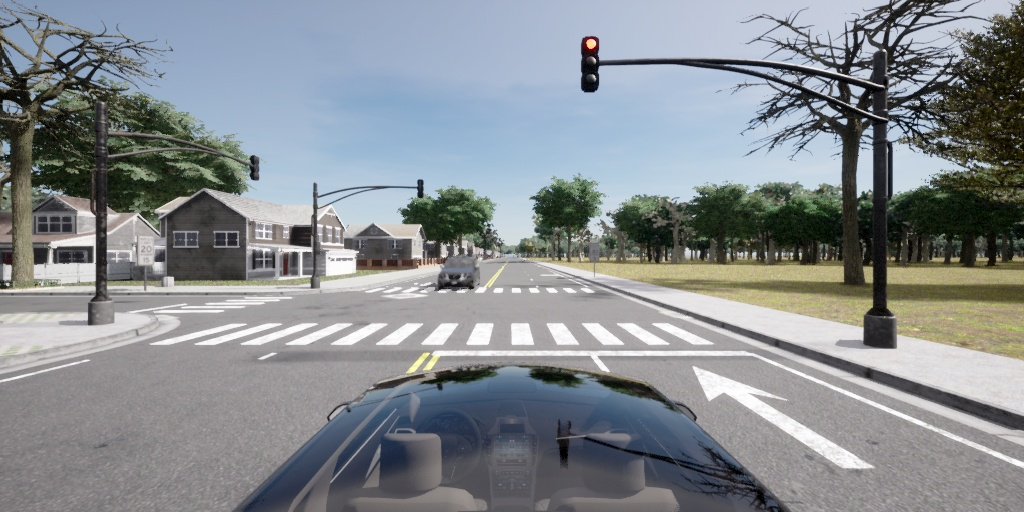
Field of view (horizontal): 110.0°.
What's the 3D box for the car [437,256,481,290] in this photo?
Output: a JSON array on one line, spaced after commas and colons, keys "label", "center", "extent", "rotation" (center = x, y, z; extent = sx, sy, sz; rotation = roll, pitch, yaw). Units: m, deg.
[{"label": "car", "center": [-3.226, 1.082, 22.786], "extent": [2.150, 2.045, 5.566], "rotation": [0, 1, 0]}]
